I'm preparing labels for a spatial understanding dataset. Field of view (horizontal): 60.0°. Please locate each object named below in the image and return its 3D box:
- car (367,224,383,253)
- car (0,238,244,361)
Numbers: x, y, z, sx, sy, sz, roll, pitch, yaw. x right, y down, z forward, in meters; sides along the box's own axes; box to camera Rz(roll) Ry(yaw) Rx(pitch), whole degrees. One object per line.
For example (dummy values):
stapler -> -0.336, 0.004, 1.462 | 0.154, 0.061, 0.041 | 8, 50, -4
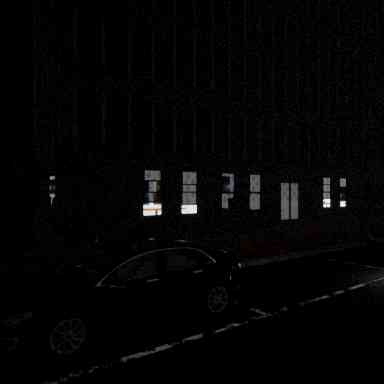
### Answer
car -> 8.237, 1.580, 12.437 | 4.206, 1.307, 1.802 | 0, 0, -36
car -> -1.031, 1.550, 5.825 | 4.403, 1.369, 2.008 | 0, 0, -36
